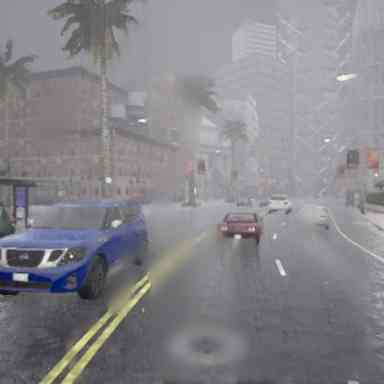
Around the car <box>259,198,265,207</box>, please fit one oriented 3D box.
[{"bbox_3d":[11.769,1.705,52.175,2.033,1.411,5.357,0,0,21],"label":"car"}]

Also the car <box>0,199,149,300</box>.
[{"bbox_3d":[-2.761,1.226,8.864,2.150,2.045,5.566,0,0,8],"label":"car"}]

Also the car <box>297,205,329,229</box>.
[{"bbox_3d":[8.041,1.601,22.192,1.812,1.442,4.674,0,0,19],"label":"car"}]

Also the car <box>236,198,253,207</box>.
[{"bbox_3d":[8.459,1.680,53.319,2.033,1.411,5.357,0,0,21],"label":"car"}]

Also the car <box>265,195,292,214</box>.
[{"bbox_3d":[9.995,1.332,37.498,2.150,2.045,5.566,0,0,21],"label":"car"}]

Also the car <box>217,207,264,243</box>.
[{"bbox_3d":[2.556,1.642,16.555,1.895,1.301,4.718,0,0,15],"label":"car"}]
